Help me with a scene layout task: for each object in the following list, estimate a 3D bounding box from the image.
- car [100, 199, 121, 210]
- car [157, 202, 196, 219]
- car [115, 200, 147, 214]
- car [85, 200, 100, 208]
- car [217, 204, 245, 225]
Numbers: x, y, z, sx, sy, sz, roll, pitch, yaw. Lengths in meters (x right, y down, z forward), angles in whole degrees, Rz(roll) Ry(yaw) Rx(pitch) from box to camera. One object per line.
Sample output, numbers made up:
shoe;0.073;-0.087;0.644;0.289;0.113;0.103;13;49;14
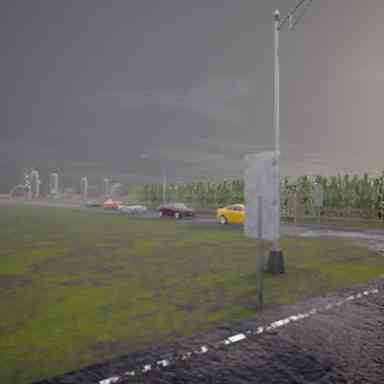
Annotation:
car;-12.572;1.851;53.221;2.097;1.767;4.553;0;-1;-35
car;-1.517;1.741;31.935;1.882;1.535;5.008;0;-1;-34
car;-7.170;1.956;40.171;1.895;1.301;4.718;0;-1;-34
car;-18.309;2.156;61.551;1.994;1.385;4.181;0;-1;-34
car;3.883;1.654;24.095;1.882;1.535;5.008;0;-1;-35
